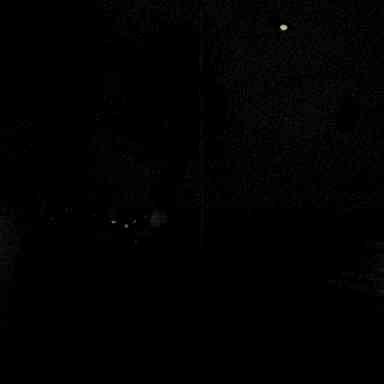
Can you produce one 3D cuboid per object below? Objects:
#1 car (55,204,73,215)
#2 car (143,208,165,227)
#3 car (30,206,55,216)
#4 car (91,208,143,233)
[{"bbox_3d":[-17.462,2.335,44.611,2.033,1.411,5.357,0,-1,-35],"label":"car"},{"bbox_3d":[-3.738,1.882,24.924,1.994,1.385,4.181,0,-1,-35],"label":"car"},{"bbox_3d":[-19.124,2.368,42.001,1.895,1.301,4.718,0,-1,-35],"label":"car"},{"bbox_3d":[-5.274,1.818,21.971,1.812,1.442,4.674,0,-1,-35],"label":"car"}]
